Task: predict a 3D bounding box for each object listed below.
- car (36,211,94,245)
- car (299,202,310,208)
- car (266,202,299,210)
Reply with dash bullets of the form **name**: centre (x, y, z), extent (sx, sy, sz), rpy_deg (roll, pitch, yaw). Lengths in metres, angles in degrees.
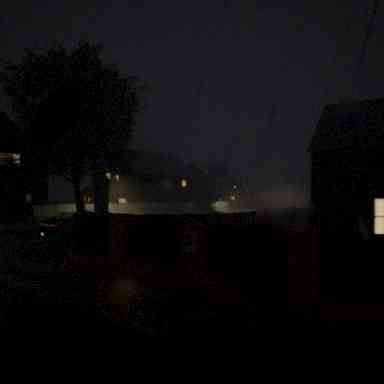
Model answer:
- **car**: centre (-5.543, 1.769, 17.372), extent (2.128, 1.511, 4.902), rpy_deg (1, 0, 35)
- **car**: centre (17.208, 2.261, 50.482), extent (2.097, 1.767, 4.553), rpy_deg (1, 0, 35)
- **car**: centre (11.497, 2.265, 42.090), extent (1.812, 1.442, 4.674), rpy_deg (1, 0, 36)
